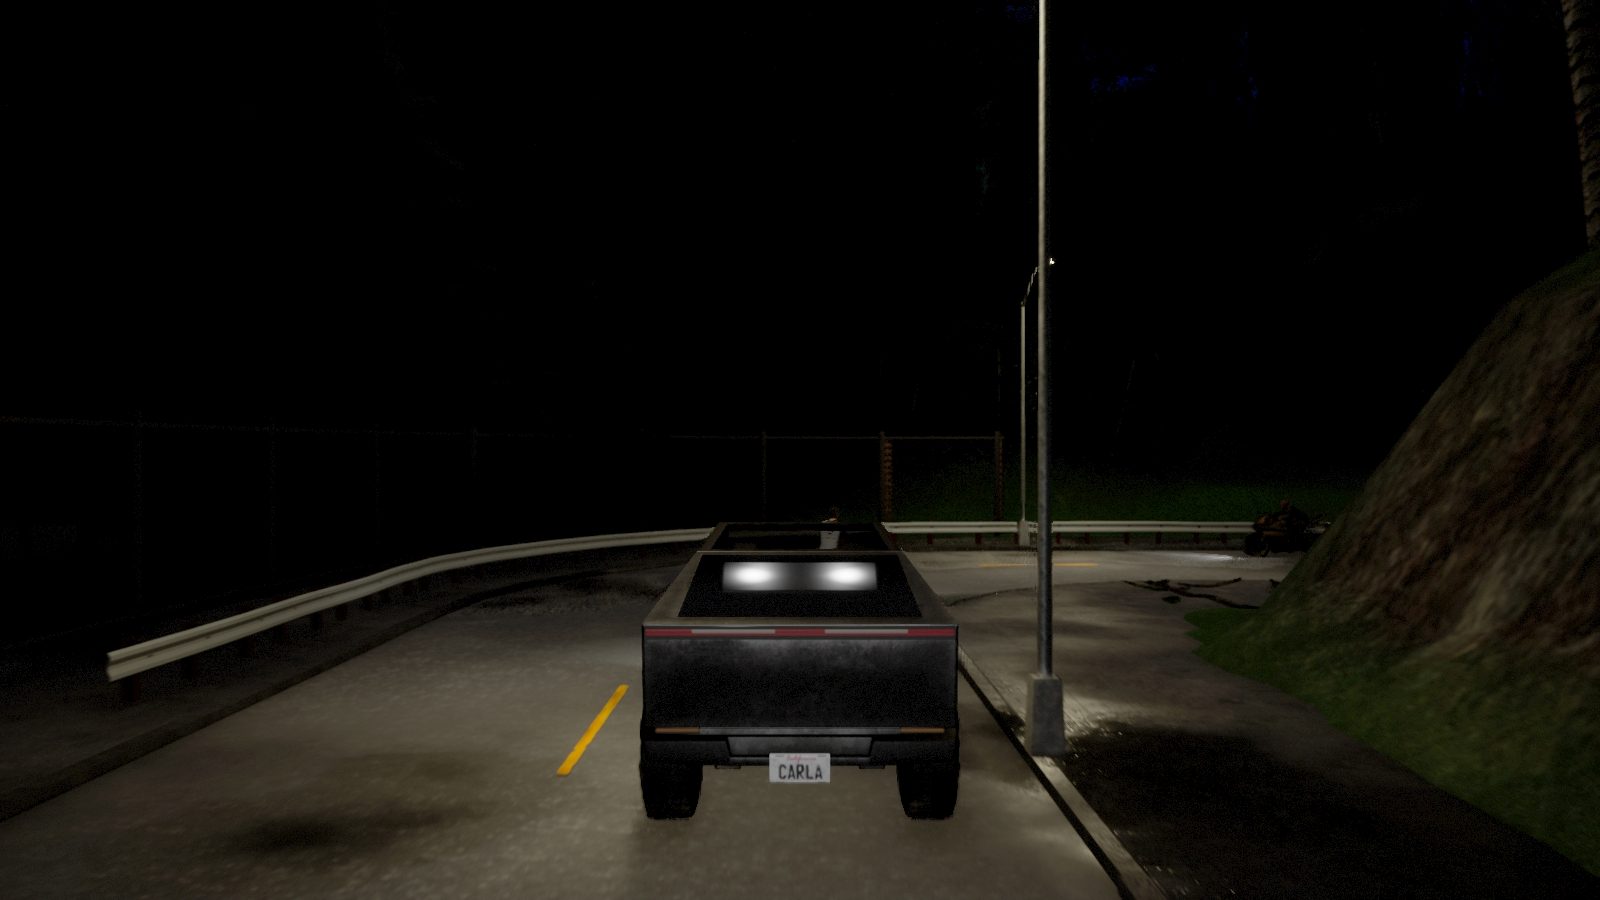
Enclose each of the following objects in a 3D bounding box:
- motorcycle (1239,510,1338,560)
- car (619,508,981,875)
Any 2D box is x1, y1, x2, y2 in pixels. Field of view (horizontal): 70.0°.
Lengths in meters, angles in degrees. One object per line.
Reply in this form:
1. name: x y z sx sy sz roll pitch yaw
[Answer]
1. motorcycle: 12.730 2.204 29.838 2.209 1.251 0.867 0 0 0
2. car: -0.001 1.753 10.665 2.390 2.098 6.274 0 0 0
